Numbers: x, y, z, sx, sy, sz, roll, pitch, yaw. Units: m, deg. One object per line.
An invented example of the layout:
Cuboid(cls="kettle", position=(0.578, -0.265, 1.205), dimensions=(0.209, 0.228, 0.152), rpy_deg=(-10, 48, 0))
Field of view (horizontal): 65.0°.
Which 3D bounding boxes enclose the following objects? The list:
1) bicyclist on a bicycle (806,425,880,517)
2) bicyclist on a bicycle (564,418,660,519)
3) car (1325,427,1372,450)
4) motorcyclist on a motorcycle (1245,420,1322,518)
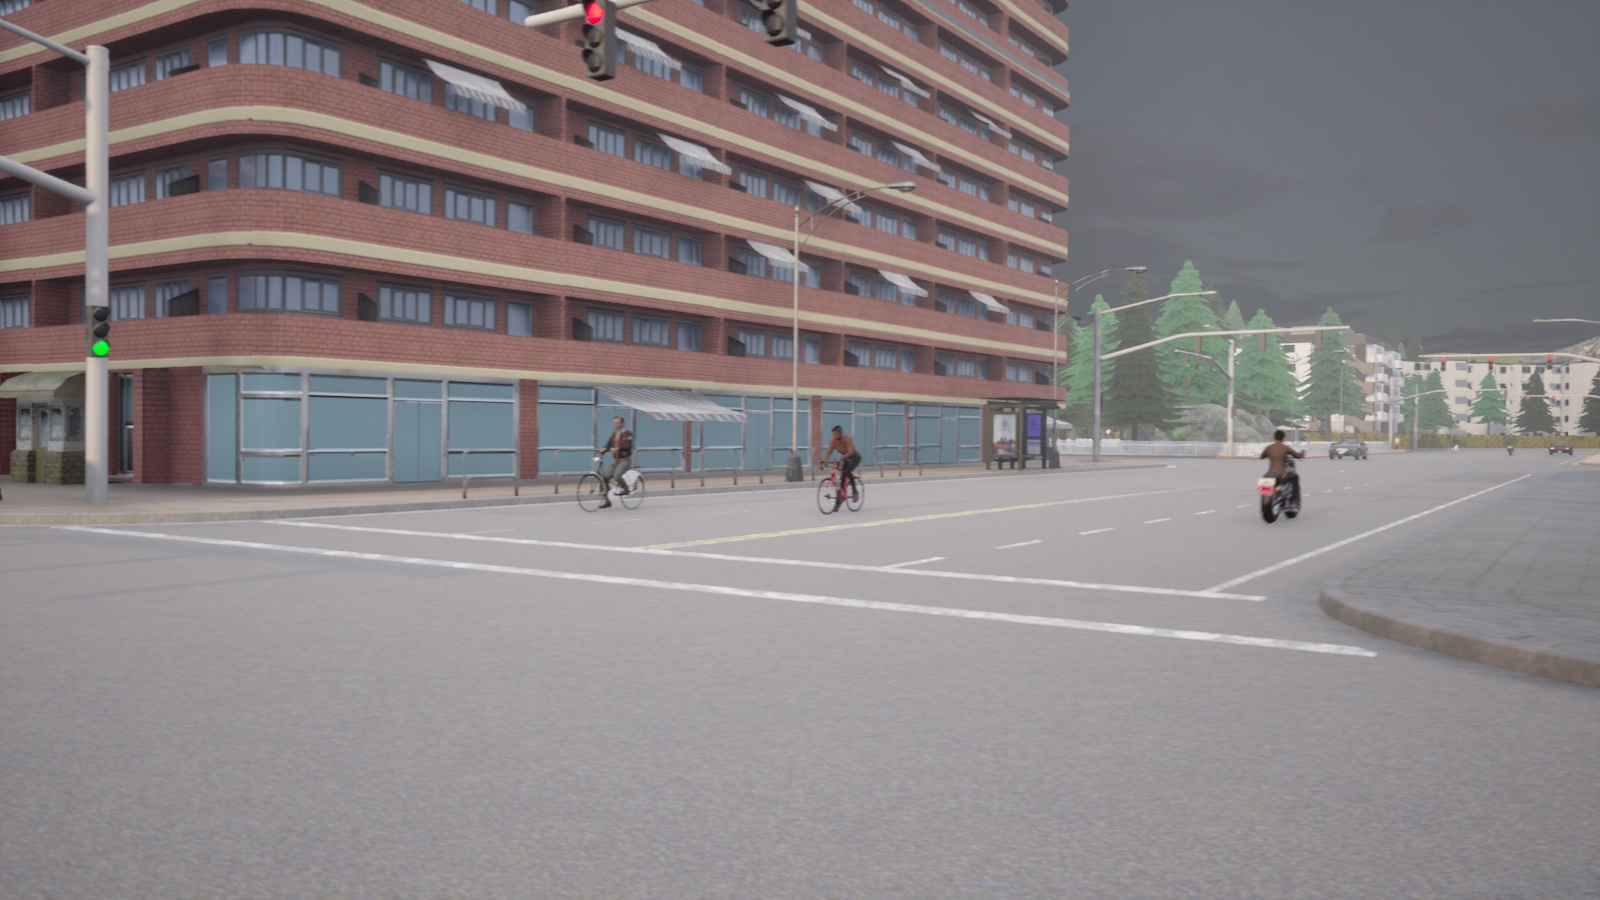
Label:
Cuboid(cls="bicyclist on a bicycle", position=(0.806, 0.362, 23.101), dimensions=(0.582, 1.620, 1.656), rpy_deg=(0, 1, 33))
Cuboid(cls="bicyclist on a bicycle", position=(-3.422, 0.318, 23.036), dimensions=(0.659, 1.776, 1.843), rpy_deg=(0, 1, 33))
Cuboid(cls="car", position=(36.973, -0.801, 84.544), dimensions=(2.128, 1.511, 4.902), rpy_deg=(0, 1, 33))
Cuboid(cls="motorcyclist on a motorcycle", position=(8.549, 0.302, 22.143), dimensions=(0.766, 1.649, 2.350), rpy_deg=(0, 1, 33))
